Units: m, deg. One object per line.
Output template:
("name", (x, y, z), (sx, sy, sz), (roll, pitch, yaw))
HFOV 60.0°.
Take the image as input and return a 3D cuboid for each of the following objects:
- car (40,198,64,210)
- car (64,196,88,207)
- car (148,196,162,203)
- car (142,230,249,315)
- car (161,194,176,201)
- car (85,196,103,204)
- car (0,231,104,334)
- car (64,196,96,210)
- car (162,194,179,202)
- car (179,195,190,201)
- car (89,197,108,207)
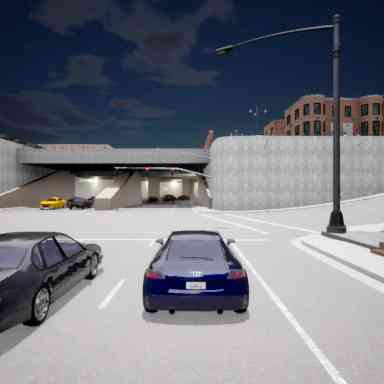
("car", (-18.297, 1.477, 43.904), (1.882, 1.535, 5.008), (0, 0, -1))
("car", (-18.531, 1.491, 53.369), (2.128, 1.511, 4.902), (0, 0, -1))
("car", (-8.344, 1.542, 72.396), (2.033, 1.411, 5.357), (0, 0, 2))
("car", (0.075, 1.564, 7.676), (1.994, 1.385, 4.181), (0, 0, 0))
("car", (-5.951, 1.355, 84.943), (2.097, 1.767, 4.553), (0, 0, 24))
("car", (-18.737, 1.490, 63.634), (2.128, 1.511, 4.902), (0, 0, -1))
("car", (-3.426, 1.547, 6.977), (2.033, 1.411, 5.357), (0, 0, 0))
("car", (-14.809, 1.547, 44.306), (2.033, 1.411, 5.357), (0, 0, -1))
("car", (-4.772, 1.355, 75.186), (2.097, 1.767, 4.553), (0, 0, 6))
("car", (-2.145, 1.524, 84.982), (1.812, 1.442, 4.674), (0, 0, 28))
("car", (-15.039, 1.525, 53.757), (1.812, 1.442, 4.674), (0, 0, -1))
